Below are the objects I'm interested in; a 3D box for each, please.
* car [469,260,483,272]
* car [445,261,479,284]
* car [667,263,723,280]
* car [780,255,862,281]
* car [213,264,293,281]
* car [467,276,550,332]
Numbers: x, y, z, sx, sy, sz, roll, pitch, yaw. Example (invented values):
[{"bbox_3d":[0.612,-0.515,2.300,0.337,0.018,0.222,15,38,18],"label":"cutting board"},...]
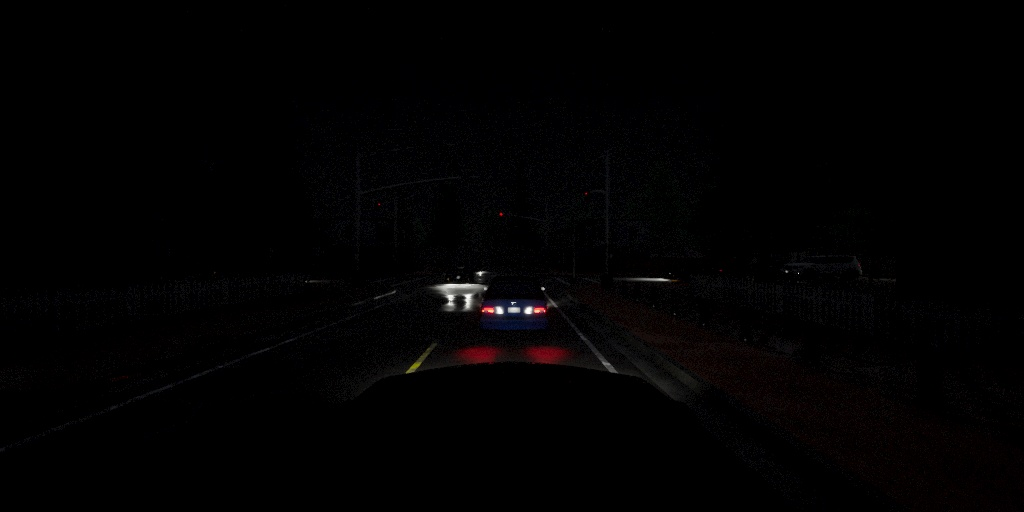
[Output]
[{"bbox_3d":[-4.842,1.219,45.568,1.837,1.490,4.892,0,0,-6],"label":"car"},{"bbox_3d":[-3.810,1.300,26.938,1.994,1.385,4.181,0,0,-2],"label":"car"},{"bbox_3d":[15.324,1.299,30.211,4.181,1.385,1.994,0,0,2],"label":"car"},{"bbox_3d":[25.713,0.956,29.899,5.566,2.045,2.150,0,0,1],"label":"car"},{"bbox_3d":[-19.834,1.282,27.549,5.357,1.411,2.033,0,0,2],"label":"car"},{"bbox_3d":[0.065,1.297,10.800,2.033,1.411,5.357,0,0,0],"label":"car"}]
